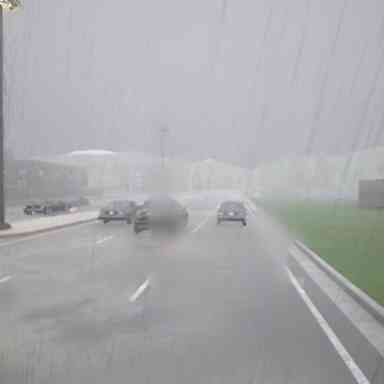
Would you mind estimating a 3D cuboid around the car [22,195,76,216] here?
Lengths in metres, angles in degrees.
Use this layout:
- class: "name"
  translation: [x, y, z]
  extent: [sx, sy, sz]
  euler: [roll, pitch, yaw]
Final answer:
- class: "car"
  translation: [-11.949, 1.227, 27.789]
  extent: [1.895, 1.301, 4.718]
  euler: [0, 1, 7]

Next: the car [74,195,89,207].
- class: "car"
  translation: [-13.912, 1.043, 39.675]
  extent: [1.994, 1.385, 4.181]
  euler: [0, 1, 8]

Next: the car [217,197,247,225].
- class: "car"
  translation: [2.622, 1.298, 21.937]
  extent: [2.033, 1.411, 5.357]
  euler: [0, 1, 7]

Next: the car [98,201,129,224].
- class: "car"
  translation: [-4.424, 1.269, 22.093]
  extent: [2.033, 1.411, 5.357]
  euler: [0, 1, 7]

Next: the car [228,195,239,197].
- class: "car"
  translation: [5.215, 1.053, 41.762]
  extent: [1.812, 1.442, 4.674]
  euler: [0, 1, 7]

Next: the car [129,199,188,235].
- class: "car"
  translation: [-1.477, 1.140, 17.421]
  extent: [2.097, 1.767, 4.553]
  euler: [0, 1, 7]
